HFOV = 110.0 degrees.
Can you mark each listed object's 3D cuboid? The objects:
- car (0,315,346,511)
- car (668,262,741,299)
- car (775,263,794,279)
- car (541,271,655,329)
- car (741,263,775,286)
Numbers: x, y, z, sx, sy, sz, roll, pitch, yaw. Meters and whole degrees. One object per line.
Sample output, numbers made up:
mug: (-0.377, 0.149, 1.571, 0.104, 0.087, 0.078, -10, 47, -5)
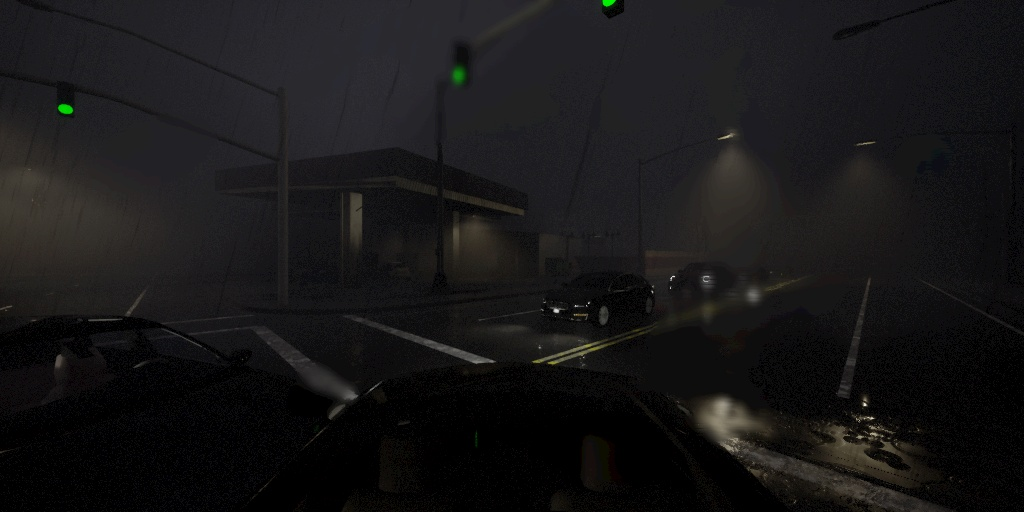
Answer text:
car: (-3.410, 1.242, 2.566, 4.902, 1.511, 2.128, 0, 0, 15)
car: (9.797, 1.102, 18.374, 4.553, 1.767, 2.097, 0, 0, -45)
car: (23.916, 1.314, 32.280, 4.181, 1.385, 1.994, 0, 0, -44)
car: (2.930, 1.255, 11.557, 1.837, 1.490, 4.892, 0, 0, 45)
car: (16.753, 1.314, 25.256, 1.994, 1.385, 4.181, 0, 0, 44)
